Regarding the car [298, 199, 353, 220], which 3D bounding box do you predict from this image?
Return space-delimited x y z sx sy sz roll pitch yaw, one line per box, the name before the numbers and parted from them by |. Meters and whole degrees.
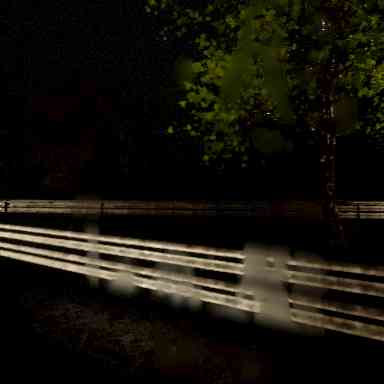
car | 11.509 1.436 28.971 4.553 1.767 2.097 0 0 14
